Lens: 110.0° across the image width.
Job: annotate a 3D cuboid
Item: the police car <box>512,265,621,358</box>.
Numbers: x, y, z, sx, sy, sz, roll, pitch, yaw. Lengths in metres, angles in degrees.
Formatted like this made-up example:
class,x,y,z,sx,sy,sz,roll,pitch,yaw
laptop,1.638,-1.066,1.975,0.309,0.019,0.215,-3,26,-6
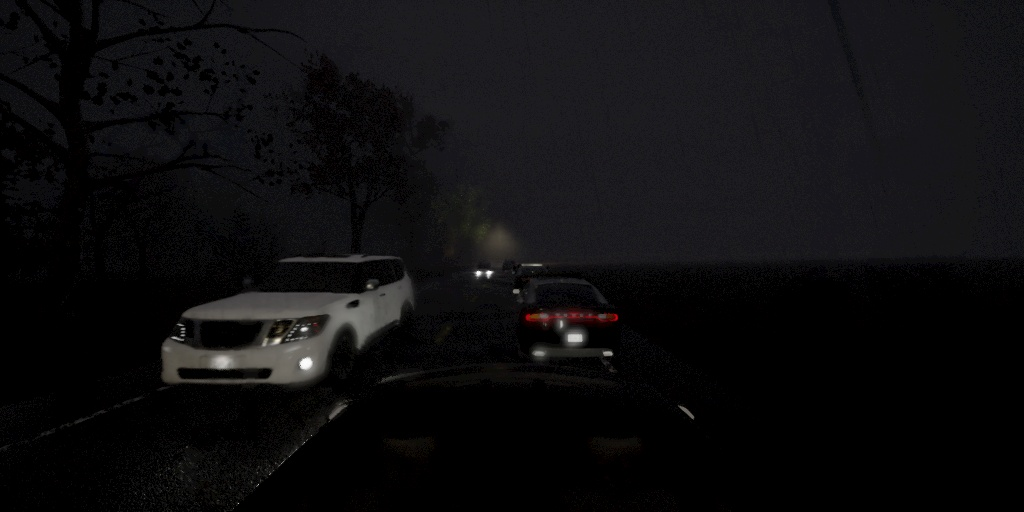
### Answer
class,x,y,z,sx,sy,sz,roll,pitch,yaw
police car,1.054,1.175,8.592,1.930,1.638,5.238,0,0,0

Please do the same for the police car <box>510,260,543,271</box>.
class,x,y,z,sx,sy,sz,roll,pitch,yaw
police car,1.025,1.178,18.601,1.930,1.638,5.238,0,0,0

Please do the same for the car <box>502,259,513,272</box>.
class,x,y,z,sx,sy,sz,roll,pitch,yaw
car,-0.268,1.337,47.194,1.994,1.385,4.181,0,0,0

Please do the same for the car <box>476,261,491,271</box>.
class,x,y,z,sx,sy,sz,roll,pitch,yaw
car,-3.950,1.376,50.513,1.895,1.301,4.718,0,0,-1

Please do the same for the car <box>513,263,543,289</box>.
class,x,y,z,sx,sy,sz,roll,pitch,yaw
car,0.992,1.260,24.498,1.837,1.490,4.892,0,0,0

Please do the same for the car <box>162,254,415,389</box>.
class,x,y,z,sx,sy,sz,roll,pitch,yaw
car,-3.599,0.971,7.215,2.150,2.045,5.566,0,0,0
